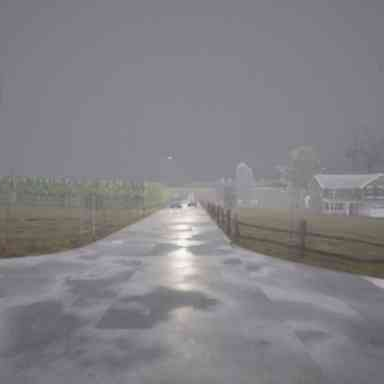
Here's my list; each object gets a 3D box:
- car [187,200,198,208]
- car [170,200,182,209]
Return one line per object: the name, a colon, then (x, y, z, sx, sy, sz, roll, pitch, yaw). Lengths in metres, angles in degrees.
car: (0.041, 2.192, 62.426, 2.033, 1.411, 5.357, 0, -1, 0)
car: (-2.713, 2.131, 56.205, 2.033, 1.411, 5.357, 0, -1, 0)
